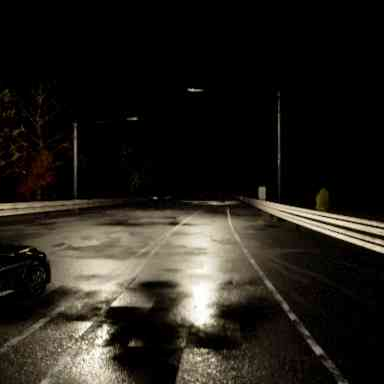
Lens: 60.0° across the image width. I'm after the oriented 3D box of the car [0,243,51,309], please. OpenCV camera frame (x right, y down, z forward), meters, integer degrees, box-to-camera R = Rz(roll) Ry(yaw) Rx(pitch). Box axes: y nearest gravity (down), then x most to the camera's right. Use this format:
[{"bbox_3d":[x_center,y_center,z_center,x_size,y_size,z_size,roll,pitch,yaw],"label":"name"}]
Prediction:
[{"bbox_3d":[-4.367,1.444,5.683,2.033,1.649,4.856,0,0,6],"label":"car"}]
